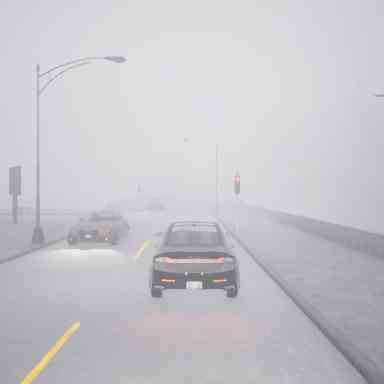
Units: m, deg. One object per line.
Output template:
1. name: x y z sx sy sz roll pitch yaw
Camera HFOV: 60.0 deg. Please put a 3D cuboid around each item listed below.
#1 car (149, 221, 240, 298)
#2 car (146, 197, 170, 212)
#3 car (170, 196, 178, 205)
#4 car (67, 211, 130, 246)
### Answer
1. car: 0.059 1.492 8.514 2.128 1.511 4.902 0 0 0
2. car: -4.116 1.352 39.325 2.097 1.767 4.553 0 0 0
3. car: -4.098 1.548 60.449 2.033 1.411 5.357 0 0 0
4. car: -4.106 1.564 15.170 1.994 1.385 4.181 0 0 0
